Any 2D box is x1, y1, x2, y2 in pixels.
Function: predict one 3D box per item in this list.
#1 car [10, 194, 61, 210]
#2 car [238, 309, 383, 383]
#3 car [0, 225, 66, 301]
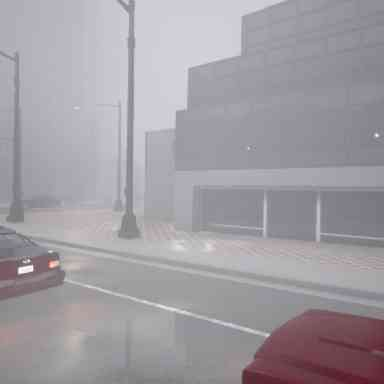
[{"bbox_3d":[-16.042,1.012,34.357,1.882,1.535,5.008,1,1,36],"label":"car"},{"bbox_3d":[2.651,1.602,2.103,4.718,1.301,1.895,0,0,35],"label":"car"},{"bbox_3d":[-5.150,1.461,7.669,5.357,1.411,2.033,1,0,35],"label":"car"}]
